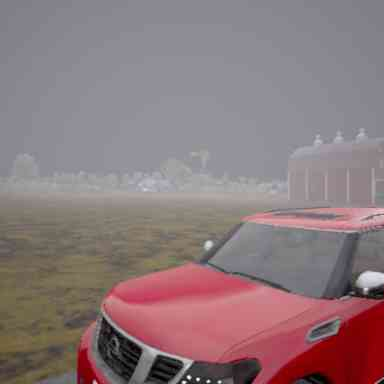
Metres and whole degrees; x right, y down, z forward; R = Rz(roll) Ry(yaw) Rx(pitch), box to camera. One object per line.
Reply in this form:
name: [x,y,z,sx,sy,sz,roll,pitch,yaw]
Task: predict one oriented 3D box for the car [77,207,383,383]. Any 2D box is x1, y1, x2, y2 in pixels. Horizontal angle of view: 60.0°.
car: [1.544,1.246,4.171,5.566,2.045,2.150,0,0,-36]
